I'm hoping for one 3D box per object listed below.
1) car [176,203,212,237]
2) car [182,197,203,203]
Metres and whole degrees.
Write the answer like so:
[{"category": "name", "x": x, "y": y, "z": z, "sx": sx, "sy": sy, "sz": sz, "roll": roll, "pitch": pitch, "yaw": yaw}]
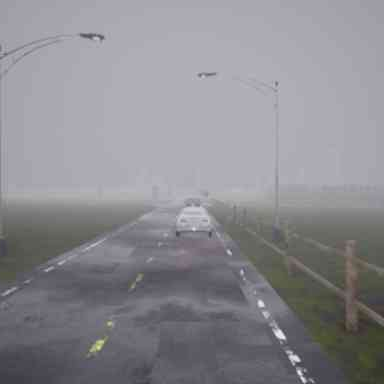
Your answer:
[{"category": "car", "x": 0.099, "y": 1.513, "z": 17.948, "sx": 1.812, "sy": 1.442, "sz": 4.674, "roll": 0, "pitch": 0, "yaw": 0}, {"category": "car", "x": 0.101, "y": 1.320, "z": 33.911, "sx": 2.097, "sy": 1.767, "sz": 4.553, "roll": 0, "pitch": 0, "yaw": 0}]
